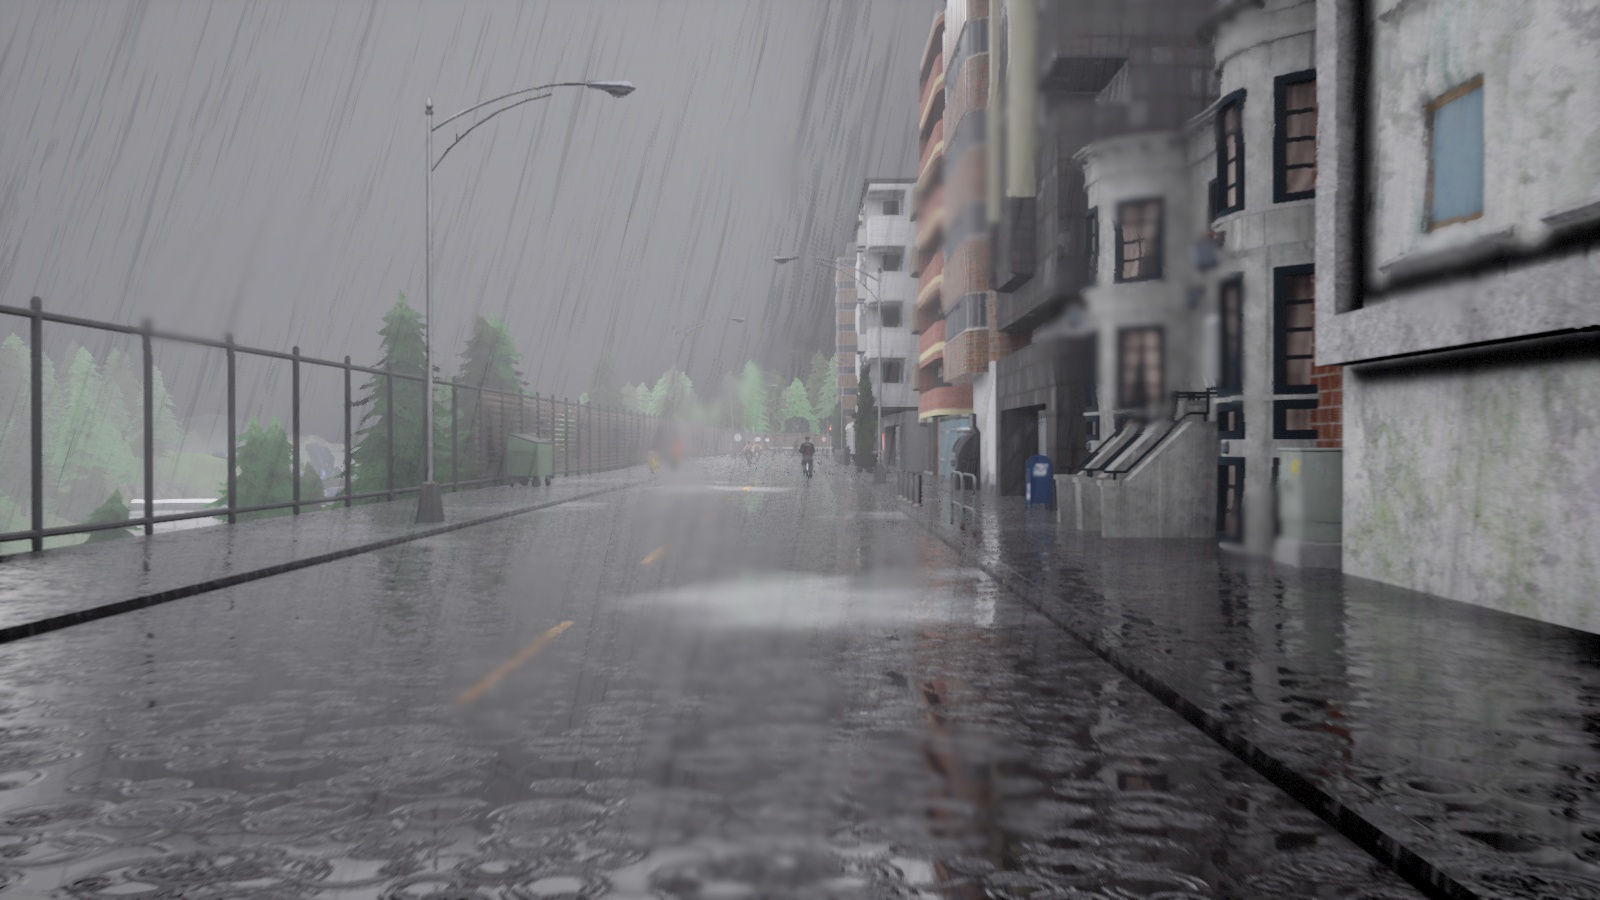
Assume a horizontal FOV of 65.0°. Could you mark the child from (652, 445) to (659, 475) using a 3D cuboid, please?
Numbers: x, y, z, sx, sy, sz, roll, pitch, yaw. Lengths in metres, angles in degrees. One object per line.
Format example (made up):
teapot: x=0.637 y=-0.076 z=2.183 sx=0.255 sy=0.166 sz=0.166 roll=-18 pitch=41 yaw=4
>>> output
child: x=-6.247 y=0.426 z=54.264 sx=0.270 sy=1.263 sz=0.437 roll=0 pitch=0 yaw=-10
